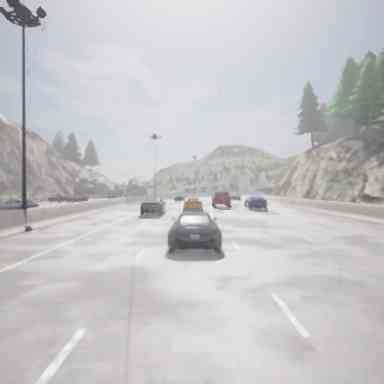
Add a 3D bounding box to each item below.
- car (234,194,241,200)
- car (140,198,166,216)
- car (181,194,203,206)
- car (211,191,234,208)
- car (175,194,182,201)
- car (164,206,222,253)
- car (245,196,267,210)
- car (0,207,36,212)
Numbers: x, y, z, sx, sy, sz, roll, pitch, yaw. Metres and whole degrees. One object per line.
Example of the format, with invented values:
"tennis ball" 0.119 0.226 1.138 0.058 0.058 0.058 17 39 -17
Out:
"car" 9.183 1.037 68.893 1.895 1.301 4.718 0 0 10
"car" -3.392 1.249 29.450 2.128 1.511 4.902 0 0 0
"car" 0.108 1.193 34.757 1.882 1.535 5.008 0 1 0
"car" 3.660 0.877 42.203 2.150 2.045 5.566 0 1 1
"car" -1.990 1.063 65.762 1.895 1.301 4.718 0 0 9
"car" 0.102 1.455 13.236 1.994 1.385 4.181 0 1 0
"car" 7.122 1.172 37.351 1.882 1.535 5.008 0 0 0
"car" -14.080 1.274 26.554 2.128 1.511 4.902 0 0 0
